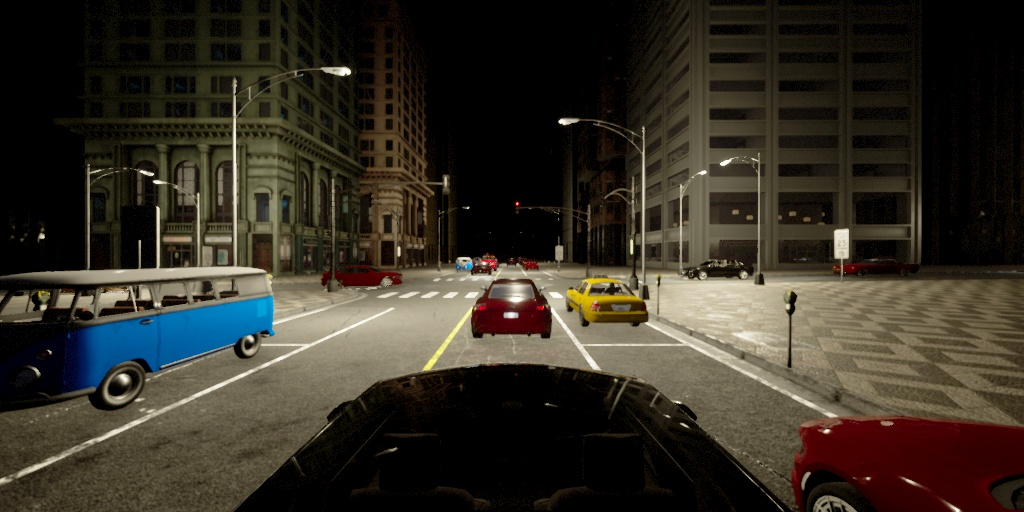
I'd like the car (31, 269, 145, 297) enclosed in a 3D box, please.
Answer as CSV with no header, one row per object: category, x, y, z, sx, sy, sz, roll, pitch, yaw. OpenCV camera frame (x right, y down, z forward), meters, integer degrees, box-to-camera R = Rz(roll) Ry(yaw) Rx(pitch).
car,-27.020,1.671,22.963,5.008,1.535,1.882,-1,0,0

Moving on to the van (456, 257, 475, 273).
van,-5.826,1.092,43.767,1.690,1.789,3.998,0,0,0

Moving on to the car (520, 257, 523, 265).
car,2.707,1.305,60.335,1.888,1.381,4.507,0,0,0

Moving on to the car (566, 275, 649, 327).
car,2.758,1.273,11.361,1.751,1.417,4.829,0,0,0

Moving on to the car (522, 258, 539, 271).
car,2.723,1.299,49.284,1.888,1.381,4.507,0,0,0

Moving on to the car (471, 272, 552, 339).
car,0.024,1.312,10.128,1.994,1.385,4.181,0,0,1

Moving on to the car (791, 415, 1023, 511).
car,2.765,1.295,0.611,1.888,1.381,4.507,0,0,0

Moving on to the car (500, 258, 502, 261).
car,-3.144,1.362,60.884,1.895,1.301,4.718,0,0,0

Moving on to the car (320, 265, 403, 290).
car,-9.855,1.371,23.713,5.008,1.535,1.882,-1,0,-10

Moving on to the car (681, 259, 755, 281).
car,14.883,0.967,26.060,4.892,1.490,1.837,-1,0,0

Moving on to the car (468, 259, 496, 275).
car,-3.133,1.313,37.873,1.994,1.385,4.181,0,0,1

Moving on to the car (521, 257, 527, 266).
car,2.715,1.302,54.809,1.888,1.381,4.507,0,0,0

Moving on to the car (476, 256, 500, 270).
car,-3.151,0.975,48.264,2.150,2.045,5.566,0,0,0

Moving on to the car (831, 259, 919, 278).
car,26.221,0.874,26.029,4.718,1.301,1.895,-1,0,0

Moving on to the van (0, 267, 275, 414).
van,-5.766,1.089,5.783,1.690,1.789,3.998,0,0,0
